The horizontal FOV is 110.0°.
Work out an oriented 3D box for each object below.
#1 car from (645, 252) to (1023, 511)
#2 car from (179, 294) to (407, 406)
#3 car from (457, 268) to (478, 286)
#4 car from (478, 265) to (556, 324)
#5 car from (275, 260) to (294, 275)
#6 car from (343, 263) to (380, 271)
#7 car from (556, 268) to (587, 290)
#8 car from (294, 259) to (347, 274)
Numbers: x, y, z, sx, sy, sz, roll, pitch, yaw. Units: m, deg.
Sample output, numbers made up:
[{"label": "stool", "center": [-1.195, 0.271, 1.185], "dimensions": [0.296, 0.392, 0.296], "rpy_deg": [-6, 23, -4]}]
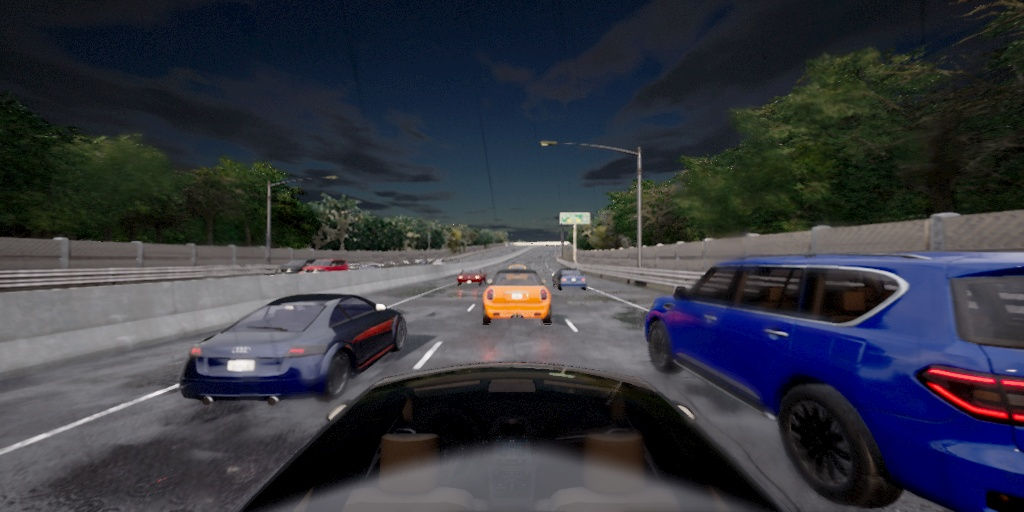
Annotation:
[{"label": "car", "center": [3.612, 1.002, 4.536], "dimensions": [2.150, 2.045, 5.566], "rpy_deg": [0, -1, 0]}, {"label": "car", "center": [-3.378, 1.361, 6.490], "dimensions": [1.994, 1.385, 4.181], "rpy_deg": [0, -1, 0]}, {"label": "car", "center": [-3.082, 1.624, 28.498], "dimensions": [1.895, 1.301, 4.718], "rpy_deg": [0, -1, 1]}, {"label": "car", "center": [0.165, 1.214, 12.564], "dimensions": [2.097, 1.767, 4.553], "rpy_deg": [0, -1, 0]}, {"label": "car", "center": [-20.606, 1.296, 35.216], "dimensions": [2.150, 2.045, 5.566], "rpy_deg": [0, 0, 2]}, {"label": "car", "center": [-13.635, 1.620, 34.339], "dimensions": [2.033, 1.411, 5.357], "rpy_deg": [0, -1, 2]}, {"label": "car", "center": [3.834, 1.535, 24.500], "dimensions": [2.033, 1.411, 5.357], "rpy_deg": [0, -1, 1]}, {"label": "car", "center": [-17.160, 1.280, 33.240], "dimensions": [2.150, 2.045, 5.566], "rpy_deg": [0, -1, 1]}]
